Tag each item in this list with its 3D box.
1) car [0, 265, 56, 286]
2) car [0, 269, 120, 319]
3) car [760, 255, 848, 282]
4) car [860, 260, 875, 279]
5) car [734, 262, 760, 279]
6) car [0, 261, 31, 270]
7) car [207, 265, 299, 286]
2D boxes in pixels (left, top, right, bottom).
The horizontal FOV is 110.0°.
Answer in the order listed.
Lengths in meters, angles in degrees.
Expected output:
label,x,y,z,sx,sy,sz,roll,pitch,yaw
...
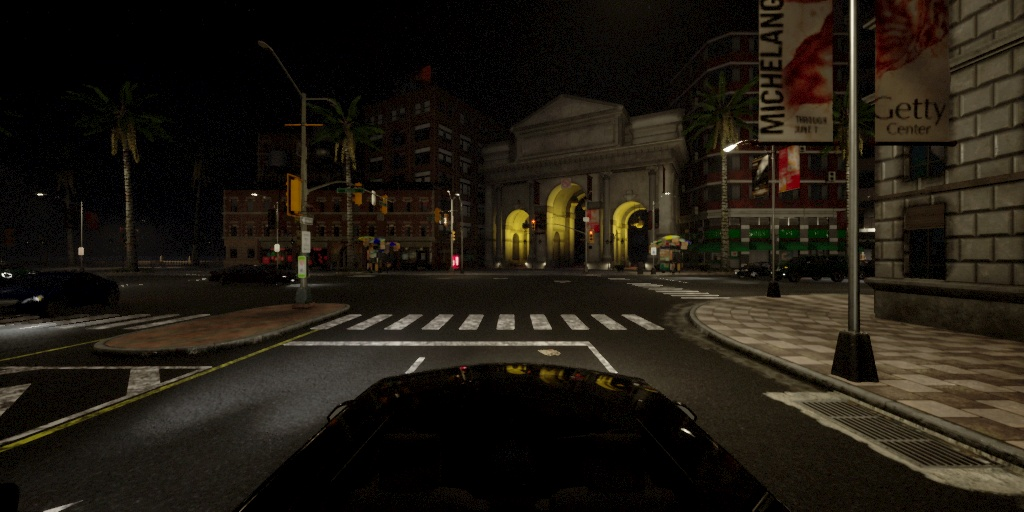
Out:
label,x,y,z,sx,sy,sz,roll,pitch,yaw
car,-35.082,1.314,24.924,4.181,1.385,1.994,0,0,0
car,-15.964,1.276,12.525,1.812,1.442,4.674,1,0,-23
car,23.281,0.971,28.255,5.566,2.045,2.150,0,0,0
car,31.281,1.102,31.588,4.553,1.767,2.097,0,0,2
car,22.305,1.242,31.751,4.902,1.511,2.128,0,0,0
car,-30.641,1.103,21.329,4.553,1.767,2.097,0,0,2
car,-17.837,1.297,24.816,5.357,1.411,2.033,0,0,0
